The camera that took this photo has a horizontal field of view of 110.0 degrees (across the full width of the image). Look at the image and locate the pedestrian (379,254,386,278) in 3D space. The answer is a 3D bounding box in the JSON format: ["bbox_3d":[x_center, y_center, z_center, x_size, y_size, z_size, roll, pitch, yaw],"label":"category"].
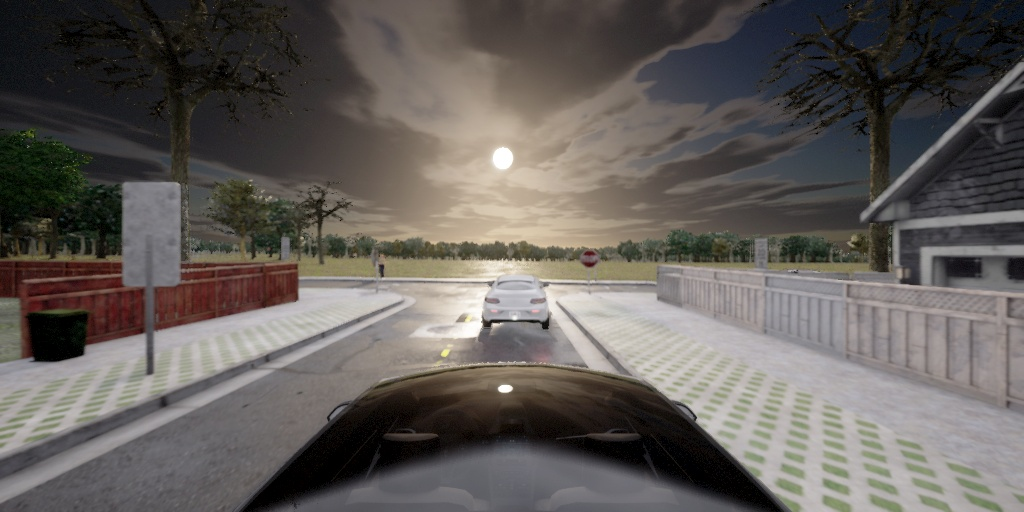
[{"bbox_3d":[-9.722,0.757,26.880,0.375,1.860,0.375,0,-1,0],"label":"pedestrian"}]

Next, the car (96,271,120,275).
[{"bbox_3d":[-21.223,0.940,20.929,5.008,1.535,1.882,1,0,0],"label":"car"}]

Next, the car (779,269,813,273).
[{"bbox_3d":[17.205,1.620,21.318,4.718,1.301,1.895,1,0,1],"label":"car"}]

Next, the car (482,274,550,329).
[{"bbox_3d":[0.187,1.277,11.185,1.812,1.442,4.674,0,0,3],"label":"car"}]
